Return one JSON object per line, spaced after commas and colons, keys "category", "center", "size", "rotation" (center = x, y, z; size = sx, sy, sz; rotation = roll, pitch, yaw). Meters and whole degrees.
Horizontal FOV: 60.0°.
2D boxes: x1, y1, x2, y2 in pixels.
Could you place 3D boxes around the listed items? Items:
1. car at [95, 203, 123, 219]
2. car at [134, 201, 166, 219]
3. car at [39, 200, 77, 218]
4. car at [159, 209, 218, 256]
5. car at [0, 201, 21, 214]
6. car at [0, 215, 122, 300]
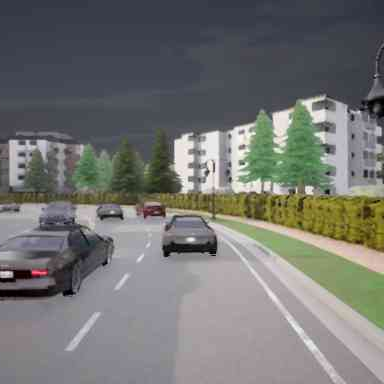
{"category": "car", "center": [-7.177, 1.604, 28.668], "size": [1.994, 1.385, 4.181], "rotation": [0, 0, -22]}
{"category": "car", "center": [-3.801, 1.519, 29.643], "size": [1.882, 1.535, 5.008], "rotation": [0, 0, -21]}
{"category": "car", "center": [-8.865, 1.383, 22.337], "size": [2.097, 1.767, 4.553], "rotation": [0, 0, -17]}
{"category": "car", "center": [-0.186, 1.582, 13.217], "size": [1.994, 1.385, 4.181], "rotation": [0, 0, -4]}
{"category": "car", "center": [-20.565, 1.651, 36.921], "size": [1.895, 1.301, 4.718], "rotation": [0, 0, -43]}
{"category": "car", "center": [-3.433, 1.559, 8.598], "size": [2.033, 1.411, 5.357], "rotation": [0, 0, -1]}
